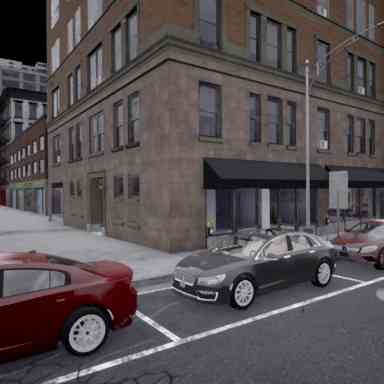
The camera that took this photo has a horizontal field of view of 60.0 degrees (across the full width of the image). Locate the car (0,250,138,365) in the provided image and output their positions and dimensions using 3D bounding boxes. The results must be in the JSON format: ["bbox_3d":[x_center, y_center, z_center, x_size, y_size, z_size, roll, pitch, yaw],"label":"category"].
[{"bbox_3d":[-2.950,1.545,4.438,4.507,1.381,1.887,0,-1,-36],"label":"car"}]

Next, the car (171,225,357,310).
[{"bbox_3d":[1.591,1.550,7.684,4.403,1.369,2.008,0,-1,-36],"label":"car"}]

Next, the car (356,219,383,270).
[{"bbox_3d":[6.133,1.581,10.931,4.206,1.307,1.802,0,-1,-36],"label":"car"}]
